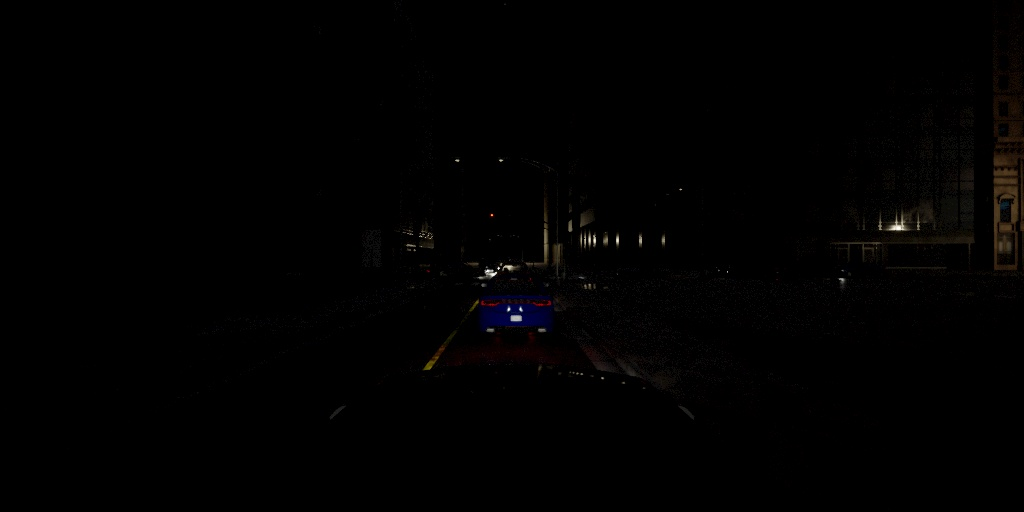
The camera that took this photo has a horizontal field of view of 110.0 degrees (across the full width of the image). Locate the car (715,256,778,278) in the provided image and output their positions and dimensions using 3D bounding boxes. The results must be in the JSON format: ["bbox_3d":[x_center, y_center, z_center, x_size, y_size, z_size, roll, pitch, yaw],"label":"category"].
[{"bbox_3d":[21.975,0.986,33.326,5.566,2.045,2.150,0,0,-1],"label":"car"}]

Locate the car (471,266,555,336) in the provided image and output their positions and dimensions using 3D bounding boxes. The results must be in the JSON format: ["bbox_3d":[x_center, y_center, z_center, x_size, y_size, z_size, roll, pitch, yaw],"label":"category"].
[{"bbox_3d":[0.093,1.229,10.414,1.882,1.535,5.008,0,0,0],"label":"car"}]

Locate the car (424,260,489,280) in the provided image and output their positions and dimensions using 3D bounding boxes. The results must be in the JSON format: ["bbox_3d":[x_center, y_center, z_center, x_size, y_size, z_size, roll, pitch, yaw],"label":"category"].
[{"bbox_3d":[-5.007,1.309,31.648,5.357,1.411,2.033,0,0,-22],"label":"car"}]

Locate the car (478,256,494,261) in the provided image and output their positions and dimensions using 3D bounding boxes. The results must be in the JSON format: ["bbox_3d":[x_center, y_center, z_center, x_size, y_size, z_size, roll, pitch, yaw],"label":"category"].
[{"bbox_3d":[-3.136,0.999,45.826,2.150,2.045,5.566,0,0,-2],"label":"car"}]

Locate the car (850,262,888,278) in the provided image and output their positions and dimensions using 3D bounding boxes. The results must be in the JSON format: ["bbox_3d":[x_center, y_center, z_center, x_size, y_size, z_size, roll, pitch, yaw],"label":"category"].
[{"bbox_3d":[32.072,1.276,33.322,4.674,1.442,1.812,0,0,0],"label":"car"}]

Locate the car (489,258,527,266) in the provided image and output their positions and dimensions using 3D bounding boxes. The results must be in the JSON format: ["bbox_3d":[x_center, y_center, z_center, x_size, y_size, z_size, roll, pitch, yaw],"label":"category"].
[{"bbox_3d":[0.140,1.107,19.283,2.097,1.767,4.553,0,0,2],"label":"car"}]

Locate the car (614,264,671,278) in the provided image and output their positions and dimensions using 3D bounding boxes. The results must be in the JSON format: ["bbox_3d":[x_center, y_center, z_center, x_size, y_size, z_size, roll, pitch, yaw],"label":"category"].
[{"bbox_3d":[12.024,1.371,33.308,4.718,1.301,1.895,0,0,3],"label":"car"}]

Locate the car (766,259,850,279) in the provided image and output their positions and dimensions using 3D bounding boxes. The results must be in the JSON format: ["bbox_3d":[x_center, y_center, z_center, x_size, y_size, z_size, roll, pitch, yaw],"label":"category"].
[{"bbox_3d":[24.775,1.232,30.128,5.008,1.535,1.882,0,0,0],"label":"car"}]

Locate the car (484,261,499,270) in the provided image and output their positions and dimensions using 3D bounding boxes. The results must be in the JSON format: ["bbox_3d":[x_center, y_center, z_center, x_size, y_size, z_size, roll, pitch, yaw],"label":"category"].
[{"bbox_3d":[-3.136,1.390,55.716,1.895,1.301,4.718,0,0,0],"label":"car"}]
